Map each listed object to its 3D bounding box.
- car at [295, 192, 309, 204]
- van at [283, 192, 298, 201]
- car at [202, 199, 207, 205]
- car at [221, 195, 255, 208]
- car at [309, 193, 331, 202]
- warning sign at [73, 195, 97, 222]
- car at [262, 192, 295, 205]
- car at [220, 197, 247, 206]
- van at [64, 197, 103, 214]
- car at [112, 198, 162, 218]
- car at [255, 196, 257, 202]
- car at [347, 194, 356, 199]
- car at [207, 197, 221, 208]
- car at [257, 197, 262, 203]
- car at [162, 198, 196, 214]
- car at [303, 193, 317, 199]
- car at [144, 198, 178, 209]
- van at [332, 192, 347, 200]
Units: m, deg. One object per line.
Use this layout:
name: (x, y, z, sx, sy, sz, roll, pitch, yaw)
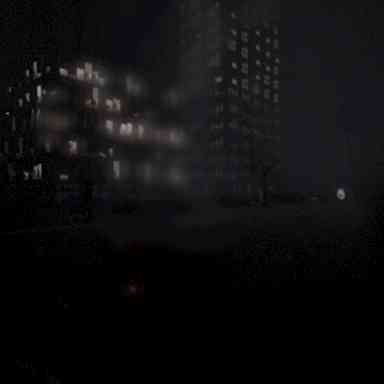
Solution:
car: (17.191, 1.016, 55.957, 2.192, 1.841, 5.009, 0, 1, 41)
van: (22.059, 0.935, 74.355, 1.690, 1.788, 3.998, 0, 1, 41)
car: (3.418, 1.412, 52.873, 1.947, 1.339, 4.313, 0, 1, 41)
car: (6.008, 1.435, 43.069, 1.802, 1.307, 4.206, 0, 1, 41)
car: (24.760, 1.124, 64.681, 1.752, 1.417, 4.829, 0, 1, 41)
warning sign: (-7.636, 1.165, 23.743, 1.300, 1.860, 1.060, -1, -1, 41)
car: (13.463, 1.067, 51.661, 2.192, 1.841, 5.009, 0, 1, 41)
car: (6.597, 1.418, 52.469, 1.895, 1.301, 4.718, 0, 0, 41)
van: (-11.585, 1.391, 35.765, 1.690, 1.788, 3.998, 0, 1, 41)
car: (-5.084, 1.444, 30.099, 1.967, 1.590, 4.097, 0, 1, 41)
car: (10.875, 1.311, 61.467, 1.947, 1.339, 4.313, 0, 1, 41)
car: (35.833, 1.001, 77.443, 2.008, 1.369, 4.403, 0, 1, 41)
car: (4.755, 1.349, 45.712, 2.128, 1.511, 4.902, 0, 0, 41)
car: (13.313, 1.341, 55.603, 1.895, 1.301, 4.718, 0, 0, 41)
car: (-1.398, 1.519, 34.433, 1.947, 1.339, 4.313, 0, 1, 41)
car: (29.517, 1.060, 82.952, 1.947, 1.339, 4.313, 0, 1, 41)
car: (-4.044, 1.493, 44.287, 1.887, 1.381, 4.507, 0, 1, 41)
van: (32.104, 0.841, 73.145, 1.690, 1.788, 3.998, 0, 1, 41)
